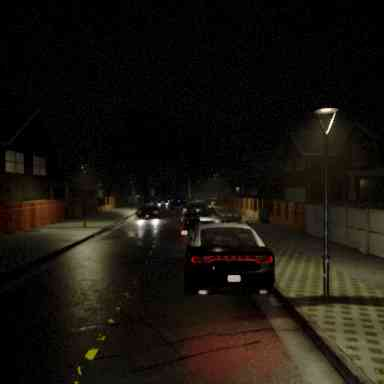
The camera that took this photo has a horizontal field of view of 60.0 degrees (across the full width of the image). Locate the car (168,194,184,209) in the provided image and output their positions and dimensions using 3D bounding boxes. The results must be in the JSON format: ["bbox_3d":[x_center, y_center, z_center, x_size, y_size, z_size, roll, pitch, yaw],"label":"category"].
[{"bbox_3d":[-1.833,1.282,45.804,2.150,2.045,5.566,0,0,-3],"label":"car"}]

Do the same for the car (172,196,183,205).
[{"bbox_3d":[-2.670,1.565,60.100,1.882,1.535,5.008,0,0,-3],"label":"car"}]

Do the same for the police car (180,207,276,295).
[{"bbox_3d":[0.745,1.421,8.835,1.930,1.638,5.238,0,0,-1],"label":"police car"}]

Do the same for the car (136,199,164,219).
[{"bbox_3d":[-3.783,1.575,29.613,2.033,1.411,5.357,0,0,-3],"label":"car"}]

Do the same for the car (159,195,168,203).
[{"bbox_3d":[-6.079,1.629,70.135,1.812,1.442,4.674,0,0,-3],"label":"car"}]

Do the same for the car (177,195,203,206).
[{"bbox_3d":[0.177,1.364,24.762,2.097,1.767,4.553,0,0,-3],"label":"car"}]

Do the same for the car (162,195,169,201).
[{"bbox_3d":[-7.271,1.655,90.266,1.812,1.442,4.674,0,0,-3],"label":"car"}]

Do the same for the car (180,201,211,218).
[{"bbox_3d":[0.454,1.481,18.769,1.882,1.535,5.008,0,0,-2],"label":"car"}]
